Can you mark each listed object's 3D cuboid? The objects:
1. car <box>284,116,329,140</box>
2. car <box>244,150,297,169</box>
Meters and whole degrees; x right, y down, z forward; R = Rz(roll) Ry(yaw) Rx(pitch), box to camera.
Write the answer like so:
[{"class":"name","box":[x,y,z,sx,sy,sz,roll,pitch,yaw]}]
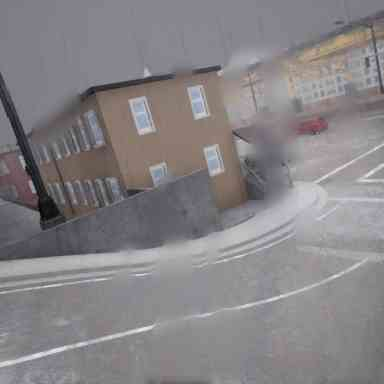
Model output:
[{"class":"car","box":[13.770,-7.810,40.618,2.150,2.045,5.566,-23,13,-32]},{"class":"car","box":[6.409,-2.809,27.795,1.837,1.490,4.892,-23,13,-32]}]
